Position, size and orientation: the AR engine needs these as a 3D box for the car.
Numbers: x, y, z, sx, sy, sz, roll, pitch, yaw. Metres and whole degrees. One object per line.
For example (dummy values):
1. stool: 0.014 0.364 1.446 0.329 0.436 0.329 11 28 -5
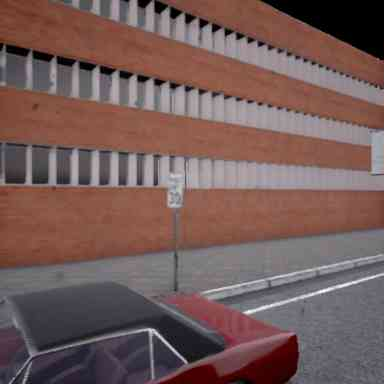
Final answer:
1. car: -1.312 1.605 2.763 4.718 1.301 1.895 1 0 -35
